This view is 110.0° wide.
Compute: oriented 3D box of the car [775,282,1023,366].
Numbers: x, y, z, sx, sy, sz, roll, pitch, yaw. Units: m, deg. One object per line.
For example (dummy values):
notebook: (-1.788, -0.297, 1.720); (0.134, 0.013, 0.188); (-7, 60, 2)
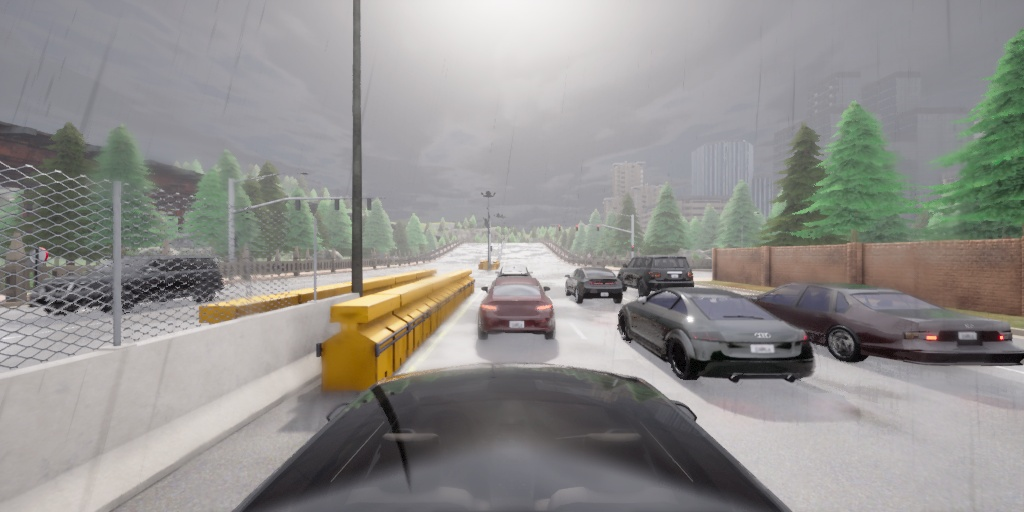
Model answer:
car: (7.106, 1.297, 8.099); (2.033, 1.411, 5.357); (0, 0, 0)

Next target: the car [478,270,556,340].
car: (0.109, 1.276, 9.863); (1.812, 1.442, 4.674); (0, 0, 0)

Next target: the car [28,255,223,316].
car: (-14.023, 0.973, 13.683); (2.150, 2.045, 5.566); (0, 0, 1)

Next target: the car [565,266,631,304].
car: (3.613, 1.255, 16.401); (1.837, 1.490, 4.892); (0, 0, 0)

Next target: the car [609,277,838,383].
car: (3.609, 1.314, 7.206); (1.994, 1.385, 4.181); (0, 0, -1)

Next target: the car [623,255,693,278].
car: (7.114, 0.972, 18.341); (2.150, 2.045, 5.566); (0, 0, 0)

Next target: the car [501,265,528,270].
car: (0.116, 1.241, 19.109); (2.128, 1.511, 4.902); (0, 0, 0)
